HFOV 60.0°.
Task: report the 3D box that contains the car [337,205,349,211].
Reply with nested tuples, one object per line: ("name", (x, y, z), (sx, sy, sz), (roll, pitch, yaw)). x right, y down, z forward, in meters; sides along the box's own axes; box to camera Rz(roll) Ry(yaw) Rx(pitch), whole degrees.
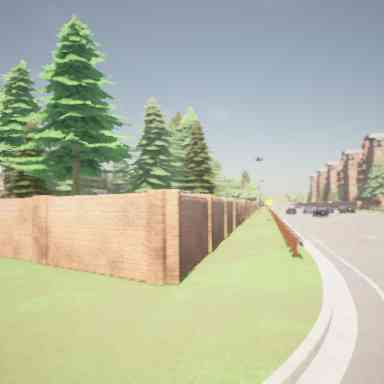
("car", (37.746, 4.073, 83.273), (1.812, 1.442, 4.674), (-1, -2, 12))

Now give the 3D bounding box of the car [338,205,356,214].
("car", (29.970, 3.311, 64.198), (2.097, 1.767, 4.553), (-1, -2, 12))

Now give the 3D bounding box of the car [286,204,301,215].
("car", (19.444, 3.637, 65.201), (2.128, 1.511, 4.902), (-1, -2, 12))

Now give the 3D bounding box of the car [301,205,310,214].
("car", (23.243, 3.656, 66.175), (2.033, 1.411, 5.357), (-1, -2, 12))

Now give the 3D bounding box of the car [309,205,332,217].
("car", (20.275, 3.135, 52.514), (1.882, 1.535, 5.008), (-1, -2, 13))

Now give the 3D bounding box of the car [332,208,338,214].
("car", (26.621, 3.563, 65.252), (1.812, 1.442, 4.674), (-1, -2, 12))
